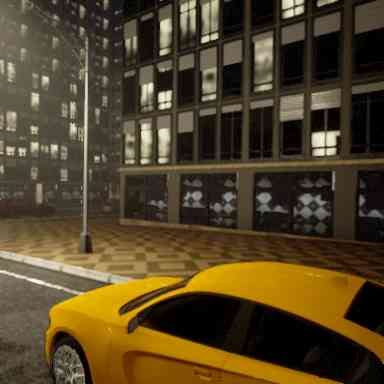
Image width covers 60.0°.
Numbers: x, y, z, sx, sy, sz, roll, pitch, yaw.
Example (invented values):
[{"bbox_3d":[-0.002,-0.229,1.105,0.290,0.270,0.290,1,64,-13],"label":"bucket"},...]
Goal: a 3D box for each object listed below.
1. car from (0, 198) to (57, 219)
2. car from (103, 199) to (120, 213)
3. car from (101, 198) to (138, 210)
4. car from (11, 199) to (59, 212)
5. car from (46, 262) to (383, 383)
[{"bbox_3d":[-15.041,1.466,30.116,2.192,1.841,5.009,1,0,36],"label":"car"},{"bbox_3d":[-8.257,1.777,39.338,1.752,1.417,4.829,1,0,36],"label":"car"},{"bbox_3d":[-10.095,1.668,46.584,1.882,1.535,5.008,1,0,36],"label":"car"},{"bbox_3d":[-18.553,1.575,39.486,1.752,1.417,4.829,1,0,36],"label":"car"},{"bbox_3d":[0.560,1.475,3.282,5.008,1.535,1.882,0,0,35],"label":"car"}]
